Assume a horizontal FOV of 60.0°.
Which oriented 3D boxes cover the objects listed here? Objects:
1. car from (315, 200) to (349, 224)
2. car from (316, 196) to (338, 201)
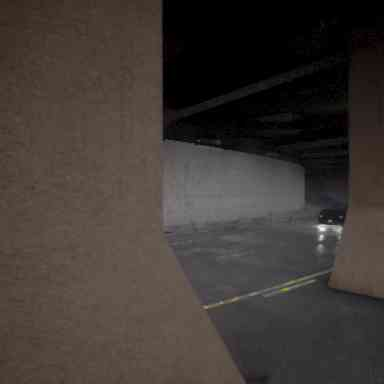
[{"bbox_3d":[11.025,1.565,24.723,2.033,1.411,5.357,0,0,38],"label":"car"},{"bbox_3d":[25.139,1.527,61.938,1.882,1.535,5.008,0,0,-16],"label":"car"}]
